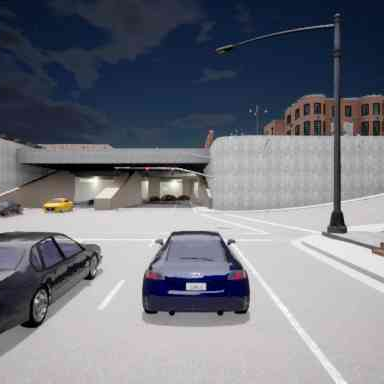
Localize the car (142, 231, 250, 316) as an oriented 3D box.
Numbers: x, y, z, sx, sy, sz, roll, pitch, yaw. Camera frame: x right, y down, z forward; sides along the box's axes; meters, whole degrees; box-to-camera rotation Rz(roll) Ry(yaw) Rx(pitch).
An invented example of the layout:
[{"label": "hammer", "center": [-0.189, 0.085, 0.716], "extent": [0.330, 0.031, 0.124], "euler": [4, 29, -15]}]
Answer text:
[{"label": "car", "center": [0.078, 1.564, 7.614], "extent": [1.994, 1.385, 4.181], "euler": [0, 0, 0]}]

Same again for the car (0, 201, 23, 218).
[{"label": "car", "center": [-17.461, 1.548, 30.885], "extent": [2.033, 1.411, 5.357], "euler": [0, 0, -7]}]

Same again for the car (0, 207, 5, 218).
[{"label": "car", "center": [-10.404, 1.549, 13.659], "extent": [2.033, 1.411, 5.357], "euler": [0, 0, 2]}]

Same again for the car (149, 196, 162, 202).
[{"label": "car", "center": [-8.268, 1.540, 74.834], "extent": [2.033, 1.411, 5.357], "euler": [0, 0, 6]}]

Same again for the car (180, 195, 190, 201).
[{"label": "car", "center": [-2.119, 1.524, 84.921], "extent": [1.812, 1.442, 4.674], "euler": [0, 0, 28]}]

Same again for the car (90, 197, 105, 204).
[{"label": "car", "center": [-18.755, 1.601, 66.259], "extent": [1.895, 1.301, 4.718], "euler": [0, 0, -1]}]

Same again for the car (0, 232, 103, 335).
[{"label": "car", "center": [-3.424, 1.547, 6.917], "extent": [2.033, 1.411, 5.357], "euler": [0, 0, 0]}]

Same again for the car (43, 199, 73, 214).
[{"label": "car", "center": [-14.495, 1.477, 36.160], "extent": [1.882, 1.535, 5.008], "euler": [0, 0, -4]}]

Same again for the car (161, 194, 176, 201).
[{"label": "car", "center": [-5.925, 1.355, 84.884], "extent": [2.097, 1.767, 4.553], "euler": [0, 0, 24]}]

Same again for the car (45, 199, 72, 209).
[{"label": "car", "center": [-18.342, 1.601, 45.919], "extent": [1.895, 1.301, 4.718], "euler": [0, 0, -1]}]

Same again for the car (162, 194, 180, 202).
[{"label": "car", "center": [-4.749, 1.355, 75.126], "extent": [2.097, 1.767, 4.553], "euler": [0, 0, 6]}]

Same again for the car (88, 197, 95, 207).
[{"label": "car", "center": [-15.010, 1.547, 52.917], "extent": [2.033, 1.411, 5.357], "euler": [0, 0, -1]}]
